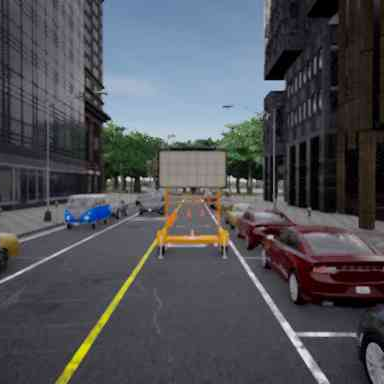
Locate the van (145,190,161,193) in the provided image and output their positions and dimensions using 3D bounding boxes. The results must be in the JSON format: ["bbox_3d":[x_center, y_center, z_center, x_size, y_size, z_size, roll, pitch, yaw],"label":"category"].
[{"bbox_3d":[-5.661,0.575,45.699,1.690,1.788,3.998,0,1,0],"label":"van"}]

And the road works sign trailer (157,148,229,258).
[{"bbox_3d":[0.027,0.264,11.756,2.380,3.560,2.880,0,1,0],"label":"road works sign trailer"}]

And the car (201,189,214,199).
[{"bbox_3d":[2.900,0.287,61.991,2.192,1.841,5.009,0,1,0],"label":"car"}]

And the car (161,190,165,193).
[{"bbox_3d":[-5.649,0.673,50.970,1.752,1.417,4.829,0,1,0],"label":"car"}]

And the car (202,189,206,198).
[{"bbox_3d":[2.876,0.693,51.121,1.887,1.381,4.507,0,1,0],"label":"car"}]

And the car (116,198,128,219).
[{"bbox_3d":[-5.710,1.144,23.956,2.008,1.369,4.403,0,1,0],"label":"car"}]

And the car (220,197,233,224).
[{"bbox_3d":[2.804,1.210,18.669,1.752,1.417,4.829,0,1,0],"label":"car"}]

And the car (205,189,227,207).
[{"bbox_3d":[2.840,0.732,34.806,2.192,1.841,5.009,0,1,0],"label":"car"}]

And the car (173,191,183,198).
[{"bbox_3d":[-2.849,0.420,67.827,2.033,1.411,5.357,0,1,0],"label":"car"}]

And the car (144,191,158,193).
[{"bbox_3d":[-5.673,0.889,40.266,1.947,1.339,4.313,0,1,0],"label":"car"}]

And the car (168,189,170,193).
[{"bbox_3d":[-5.625,0.496,61.843,1.752,1.417,4.829,0,1,0],"label":"car"}]

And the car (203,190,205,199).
[{"bbox_3d":[2.864,0.760,45.853,1.752,1.417,4.829,0,1,0],"label":"car"}]

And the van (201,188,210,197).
[{"bbox_3d":[2.925,0.137,72.865,1.690,1.788,3.998,0,1,0],"label":"van"}]

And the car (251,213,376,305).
[{"bbox_3d":[2.779,1.415,7.626,1.887,1.381,4.507,0,1,0],"label":"car"}]

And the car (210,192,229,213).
[{"bbox_3d":[2.828,1.029,29.543,1.752,1.417,4.829,0,1,0],"label":"car"}]

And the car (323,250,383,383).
[{"bbox_3d":[2.767,1.512,2.189,2.008,1.369,4.403,0,1,0],"label":"car"}]

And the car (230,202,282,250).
[{"bbox_3d":[2.791,1.324,13.063,1.887,1.381,4.507,0,1,0],"label":"car"}]

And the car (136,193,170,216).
[{"bbox_3d":[-3.039,1.058,26.448,1.837,1.490,4.892,0,1,0],"label":"car"}]

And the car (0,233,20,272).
[{"bbox_3d":[-5.747,1.395,7.475,1.752,1.417,4.829,0,1,0],"label":"car"}]

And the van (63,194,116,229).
[{"bbox_3d":[-5.722,1.026,18.515,1.690,1.788,3.998,0,1,0],"label":"van"}]

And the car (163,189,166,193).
[{"bbox_3d":[-5.637,0.622,56.577,1.947,1.339,4.313,0,1,0],"label":"car"}]

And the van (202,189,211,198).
[{"bbox_3d":[2.912,0.225,67.428,1.690,1.788,3.998,0,1,0],"label":"van"}]

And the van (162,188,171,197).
[{"bbox_3d":[-5.601,0.134,72.884,1.690,1.788,3.998,0,1,0],"label":"van"}]
